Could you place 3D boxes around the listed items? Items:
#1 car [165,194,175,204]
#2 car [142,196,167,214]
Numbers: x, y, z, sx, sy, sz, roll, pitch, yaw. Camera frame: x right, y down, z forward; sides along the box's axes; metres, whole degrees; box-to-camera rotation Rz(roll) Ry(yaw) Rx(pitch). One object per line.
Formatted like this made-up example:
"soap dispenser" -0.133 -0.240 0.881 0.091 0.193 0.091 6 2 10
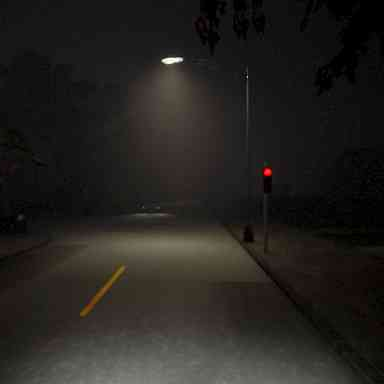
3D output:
"car" -3.993 1.164 58.672 1.837 1.490 4.892 0 0 0
"car" -3.994 1.442 34.523 1.812 1.442 4.674 0 2 0
